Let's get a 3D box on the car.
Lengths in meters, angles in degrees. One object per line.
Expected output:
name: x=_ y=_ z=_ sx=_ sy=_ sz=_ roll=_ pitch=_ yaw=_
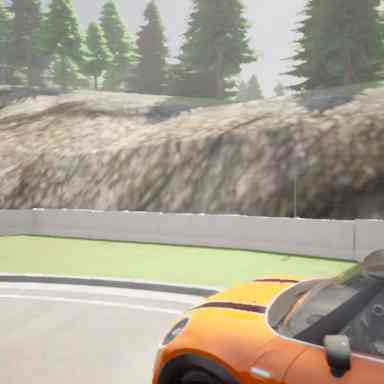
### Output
car: x=1.821 y=1.256 z=2.599 sx=4.553 sy=1.767 sz=2.097 roll=0 pitch=2 yaw=36
